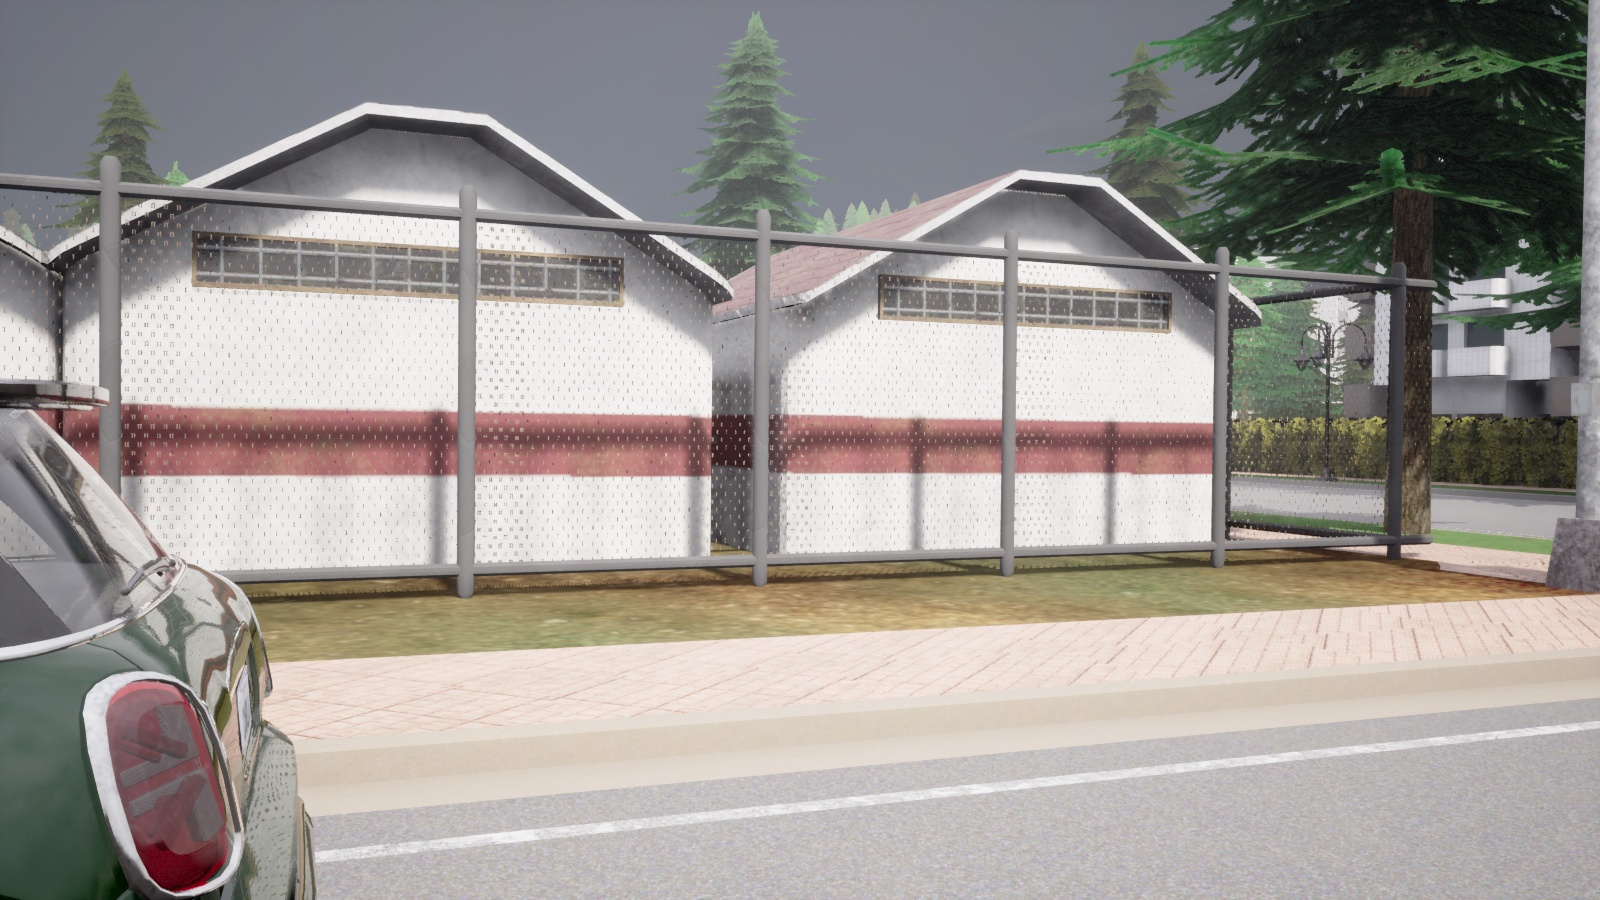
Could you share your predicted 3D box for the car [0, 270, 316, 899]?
[{"bbox_3d":[-3.231,0.659,2.011,4.553,1.767,2.097,-1,1,-21],"label":"car"}]
